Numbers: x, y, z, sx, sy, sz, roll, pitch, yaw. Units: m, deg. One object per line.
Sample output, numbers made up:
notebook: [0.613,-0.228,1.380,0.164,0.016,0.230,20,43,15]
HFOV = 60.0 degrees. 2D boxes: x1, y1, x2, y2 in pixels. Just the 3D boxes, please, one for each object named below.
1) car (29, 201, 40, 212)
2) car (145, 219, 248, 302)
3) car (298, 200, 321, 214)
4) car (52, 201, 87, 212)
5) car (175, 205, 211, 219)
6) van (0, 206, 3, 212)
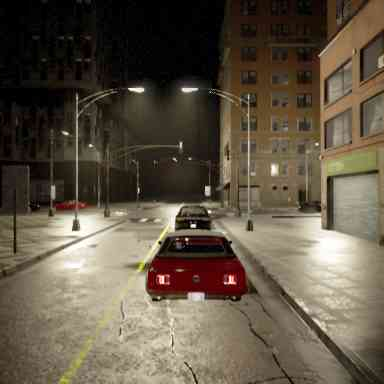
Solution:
car: [-20.212,1.707,39.240,4.313,1.339,1.947,0,0,0]
car: [0.079,1.597,8.213,1.895,1.301,4.718,0,0,0]
car: [12.032,1.400,30.760,4.313,1.339,1.947,0,0,0]
car: [-14.564,1.684,39.248,4.206,1.307,1.802,0,0,0]
car: [0.054,1.465,18.362,1.882,1.535,5.008,0,0,0]
van: [-20.193,1.411,30.716,3.998,1.788,1.690,0,0,0]
